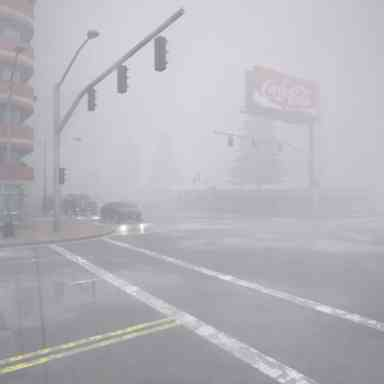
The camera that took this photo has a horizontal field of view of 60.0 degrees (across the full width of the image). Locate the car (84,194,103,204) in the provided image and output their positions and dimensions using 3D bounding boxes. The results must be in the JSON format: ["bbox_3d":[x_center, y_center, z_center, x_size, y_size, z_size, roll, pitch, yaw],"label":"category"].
[{"bbox_3d":[-18.465,1.352,62.054,2.097,1.767,4.553,0,0,-36],"label":"car"}]

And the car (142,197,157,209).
[{"bbox_3d":[-6.594,1.477,45.570,1.882,1.535,5.008,0,0,-36],"label":"car"}]

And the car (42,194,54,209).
[{"bbox_3d":[-17.750,1.221,42.776,2.150,2.045,5.566,0,0,-35],"label":"car"}]

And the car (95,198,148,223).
[{"bbox_3d":[-5.590,1.505,25.871,1.837,1.490,4.892,0,0,-36],"label":"car"}]

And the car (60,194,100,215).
[{"bbox_3d":[-11.590,1.221,34.206,2.150,2.045,5.566,0,0,-36],"label":"car"}]
